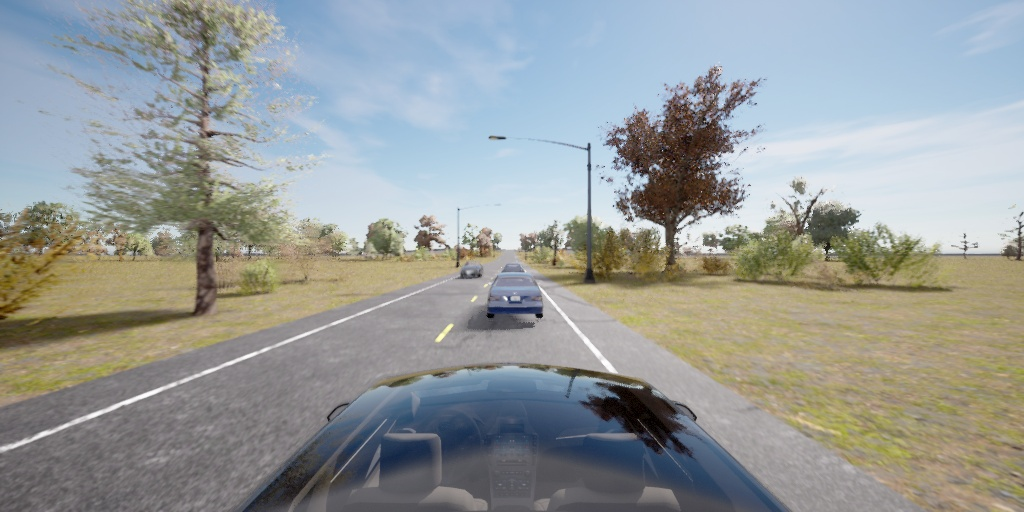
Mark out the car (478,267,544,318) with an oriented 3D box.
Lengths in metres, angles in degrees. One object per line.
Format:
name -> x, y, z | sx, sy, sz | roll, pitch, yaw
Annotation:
car -> 0.098, 1.297, 13.019 | 2.033, 1.411, 5.357 | 0, 0, 0

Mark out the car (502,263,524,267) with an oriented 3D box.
car -> 0.094, 1.311, 31.173 | 1.994, 1.385, 4.181 | 0, 0, 0

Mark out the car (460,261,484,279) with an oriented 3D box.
car -> -3.599, 1.237, 32.759 | 2.128, 1.511, 4.902 | 0, 0, 0
